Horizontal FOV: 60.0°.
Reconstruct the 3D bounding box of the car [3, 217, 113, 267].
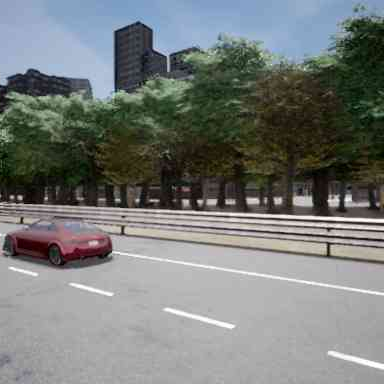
[{"bbox_3d":[-4.693,1.571,11.526,4.181,1.385,1.994,0,0,36],"label":"car"}]
